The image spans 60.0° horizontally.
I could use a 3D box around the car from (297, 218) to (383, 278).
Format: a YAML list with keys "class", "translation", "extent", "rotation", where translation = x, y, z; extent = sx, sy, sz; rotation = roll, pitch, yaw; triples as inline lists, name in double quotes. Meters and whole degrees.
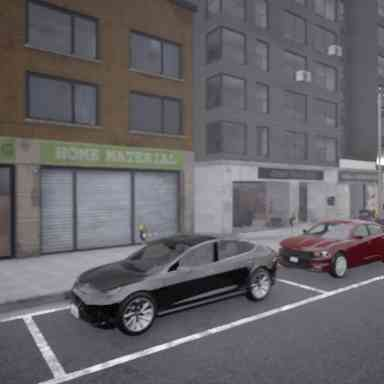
- class: "car"
  translation: [4.485, 1.500, 9.963]
  extent: [4.507, 1.381, 1.887]
  rotation: [0, 0, -35]

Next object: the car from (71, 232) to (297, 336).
- class: "car"
  translation: [-0.129, 1.548, 6.672]
  extent: [4.313, 1.339, 1.947]
  rotation: [0, 0, -35]
